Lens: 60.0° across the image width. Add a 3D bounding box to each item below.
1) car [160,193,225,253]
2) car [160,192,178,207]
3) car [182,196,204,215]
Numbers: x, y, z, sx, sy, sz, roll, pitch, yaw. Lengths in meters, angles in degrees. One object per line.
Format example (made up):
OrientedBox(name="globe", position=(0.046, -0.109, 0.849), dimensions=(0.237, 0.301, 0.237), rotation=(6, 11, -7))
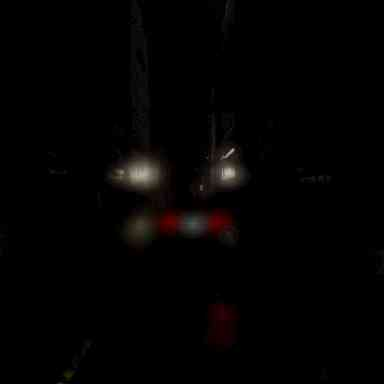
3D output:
OrientedBox(name="car", position=(0.066, 1.107, 13.212), dimensions=(2.150, 2.045, 5.566), rotation=(0, 1, 0))
OrientedBox(name="car", position=(-3.092, 0.976, 44.728), dimensions=(2.097, 1.767, 4.553), rotation=(0, 1, 0))
OrientedBox(name="car", position=(0.079, 1.214, 30.927), dimensions=(1.882, 1.535, 5.008), rotation=(0, 0, 0))
